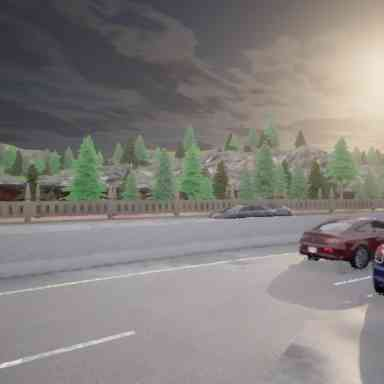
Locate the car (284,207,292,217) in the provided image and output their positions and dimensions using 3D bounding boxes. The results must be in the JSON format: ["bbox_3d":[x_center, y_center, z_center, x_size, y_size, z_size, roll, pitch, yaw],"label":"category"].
[{"bbox_3d":[6.035,1.614,26.971,4.181,1.385,1.994,0,0,-24],"label":"car"}]

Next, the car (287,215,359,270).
[{"bbox_3d":[5.581,1.536,10.993,4.674,1.442,1.812,0,0,-29],"label":"car"}]

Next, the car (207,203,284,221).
[{"bbox_3d":[3.346,1.537,21.868,4.892,1.490,1.837,0,0,-26],"label":"car"}]

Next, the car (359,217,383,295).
[{"bbox_3d":[6.094,1.356,7.272,4.553,1.767,2.097,0,0,-30],"label":"car"}]
